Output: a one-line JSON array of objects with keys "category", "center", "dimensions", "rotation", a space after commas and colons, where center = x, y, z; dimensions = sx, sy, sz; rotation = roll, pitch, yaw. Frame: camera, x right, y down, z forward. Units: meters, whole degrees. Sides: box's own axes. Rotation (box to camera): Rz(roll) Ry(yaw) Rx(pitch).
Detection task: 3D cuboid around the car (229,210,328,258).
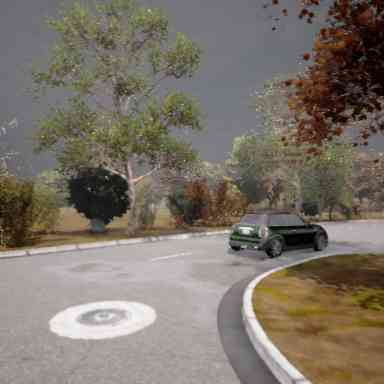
[{"category": "car", "center": [3.708, 1.584, 13.899], "dimensions": [4.553, 1.767, 2.097], "rotation": [2, -2, -38]}]
